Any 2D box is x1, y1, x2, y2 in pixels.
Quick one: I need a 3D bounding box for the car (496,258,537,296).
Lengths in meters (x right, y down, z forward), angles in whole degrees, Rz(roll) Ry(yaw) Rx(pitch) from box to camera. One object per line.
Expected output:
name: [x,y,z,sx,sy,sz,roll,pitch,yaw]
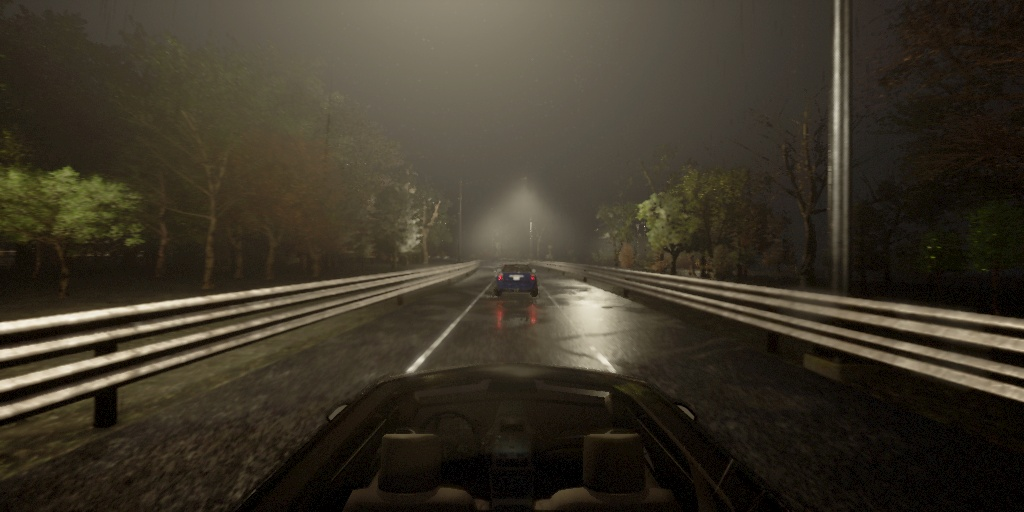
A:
car: [0.243,1.122,19.755,2.097,1.767,4.553,0,0,1]
